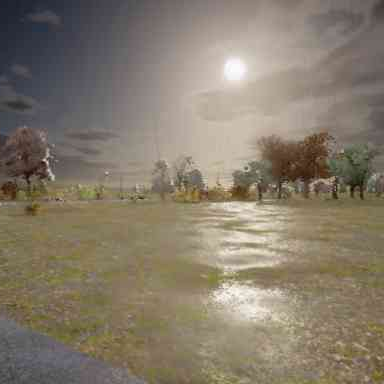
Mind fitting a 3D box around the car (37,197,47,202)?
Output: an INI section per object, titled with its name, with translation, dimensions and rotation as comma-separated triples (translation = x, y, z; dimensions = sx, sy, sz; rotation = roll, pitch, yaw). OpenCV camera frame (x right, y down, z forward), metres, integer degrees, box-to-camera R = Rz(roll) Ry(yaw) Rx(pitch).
[car]
translation = -35.166, 1.740, 81.198
dimensions = 1.895, 1.301, 4.718
rotation = 0, 0, 34
